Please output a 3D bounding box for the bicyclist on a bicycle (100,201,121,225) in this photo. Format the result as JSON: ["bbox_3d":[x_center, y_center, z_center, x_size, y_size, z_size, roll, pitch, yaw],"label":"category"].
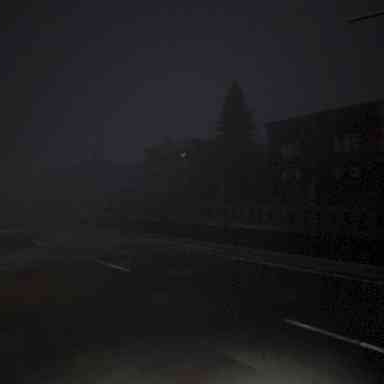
[{"bbox_3d":[-5.568,1.444,22.758,1.656,1.620,0.582,-2,0,-41],"label":"bicyclist on a bicycle"}]
